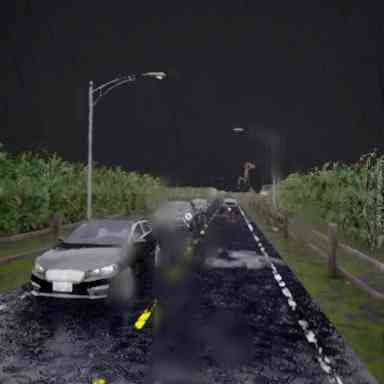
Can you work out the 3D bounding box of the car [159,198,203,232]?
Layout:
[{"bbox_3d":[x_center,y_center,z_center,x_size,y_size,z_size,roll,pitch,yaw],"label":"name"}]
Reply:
[{"bbox_3d":[-0.743,1.250,19.344,2.097,1.767,4.553,1,0,7],"label":"car"}]

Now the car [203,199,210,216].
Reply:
[{"bbox_3d":[0.680,1.379,31.399,1.837,1.490,4.892,1,0,7],"label":"car"}]

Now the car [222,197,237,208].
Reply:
[{"bbox_3d":[5.446,1.459,47.768,1.994,1.385,4.181,1,0,7],"label":"car"}]

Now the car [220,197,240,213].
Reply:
[{"bbox_3d":[4.012,1.420,35.221,1.837,1.490,4.892,1,0,7],"label":"car"}]

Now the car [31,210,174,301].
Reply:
[{"bbox_3d":[-2.022,1.419,8.359,2.128,1.511,4.902,1,0,7],"label":"car"}]
